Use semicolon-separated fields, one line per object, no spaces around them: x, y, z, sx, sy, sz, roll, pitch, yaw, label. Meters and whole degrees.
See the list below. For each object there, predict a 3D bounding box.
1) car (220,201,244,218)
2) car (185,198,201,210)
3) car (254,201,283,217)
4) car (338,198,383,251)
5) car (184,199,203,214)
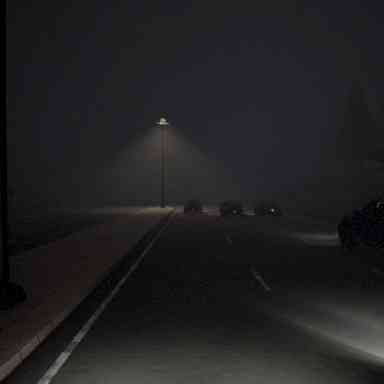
3.599;1.526;30.483;1.812;1.442;4.674;0;-1;0;car
0.096;1.564;44.257;1.994;1.385;4.181;0;0;0;car
7.100;1.564;31.293;1.994;1.385;4.181;0;0;0;car
7.101;1.221;11.336;2.150;2.045;5.566;0;0;0;car
0.094;1.526;35.494;1.812;1.442;4.674;0;0;0;car
